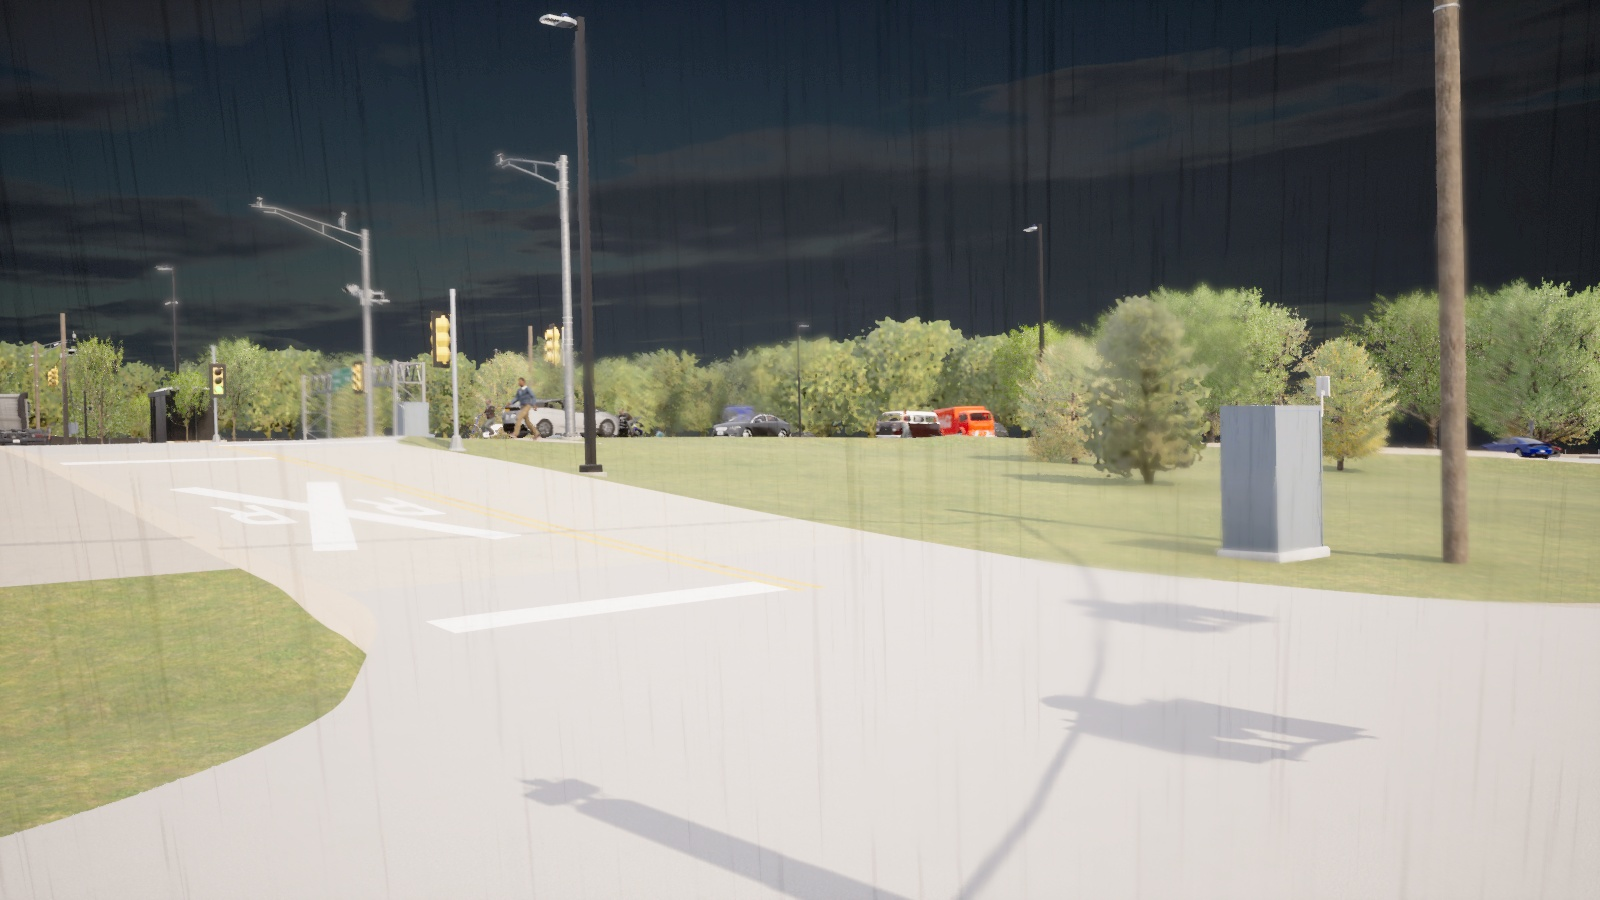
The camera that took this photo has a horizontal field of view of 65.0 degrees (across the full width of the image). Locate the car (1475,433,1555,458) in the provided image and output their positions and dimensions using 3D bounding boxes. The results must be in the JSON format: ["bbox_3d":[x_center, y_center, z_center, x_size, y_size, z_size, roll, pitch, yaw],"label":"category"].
[{"bbox_3d":[47.196,-0.283,83.028,1.882,1.535,5.008,2,0,-8],"label":"car"}]

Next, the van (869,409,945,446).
[{"bbox_3d":[6.283,-1.296,73.478,2.069,2.038,4.480,-1,-1,43],"label":"van"}]

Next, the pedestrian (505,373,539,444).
[{"bbox_3d":[-7.844,-1.170,35.425,0.788,1.949,0.423,-2,1,-40],"label":"pedestrian"}]

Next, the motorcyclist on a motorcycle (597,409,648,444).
[{"bbox_3d":[-7.996,-1.046,56.678,0.866,1.530,2.191,-1,-1,44],"label":"motorcyclist on a motorcycle"}]

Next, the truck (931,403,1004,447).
[{"bbox_3d":[10.483,-1.534,79.270,2.627,2.467,5.204,-2,-1,-16],"label":"truck"}]

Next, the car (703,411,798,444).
[{"bbox_3d":[-2.433,-1.098,62.692,2.128,1.511,4.902,-1,-1,36],"label":"car"}]

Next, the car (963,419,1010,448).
[{"bbox_3d":[13.299,-1.164,89.431,1.932,1.855,4.605,-2,-2,27],"label":"car"}]

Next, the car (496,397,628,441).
[{"bbox_3d":[-8.847,-1.151,46.918,2.007,1.525,4.514,-1,0,43],"label":"car"}]

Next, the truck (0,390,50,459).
[{"bbox_3d":[-42.453,-1.262,66.996,2.891,3.462,7.936,-2,1,-39],"label":"truck"}]

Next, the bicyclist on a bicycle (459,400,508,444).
[{"bbox_3d":[-13.021,-1.157,51.703,1.843,1.776,0.659,-1,0,-43],"label":"bicyclist on a bicycle"}]
